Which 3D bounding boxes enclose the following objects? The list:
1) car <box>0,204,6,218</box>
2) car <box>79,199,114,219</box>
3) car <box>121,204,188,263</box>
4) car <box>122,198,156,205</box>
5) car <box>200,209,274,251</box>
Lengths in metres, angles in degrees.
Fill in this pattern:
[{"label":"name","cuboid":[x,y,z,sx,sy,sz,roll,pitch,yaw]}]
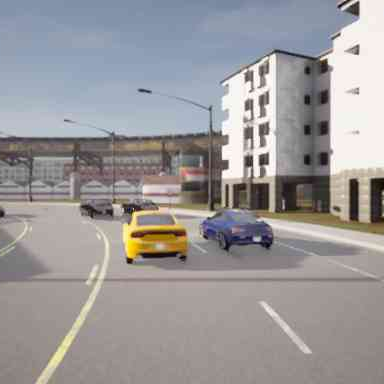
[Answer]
[{"label":"car","cuboid":[-16.720,1.344,27.302,2.033,1.411,5.357,0,1,-39]},{"label":"car","cuboid":[-7.824,1.282,26.980,2.128,1.511,4.902,0,1,-31]},{"label":"car","cuboid":[-1.438,1.385,11.791,1.882,1.535,5.008,0,0,-13]},{"label":"car","cuboid":[-4.568,1.271,28.348,2.128,1.511,4.902,0,1,-31]},{"label":"car","cuboid":[1.694,1.416,13.602,1.812,1.442,4.674,0,0,-13]}]
